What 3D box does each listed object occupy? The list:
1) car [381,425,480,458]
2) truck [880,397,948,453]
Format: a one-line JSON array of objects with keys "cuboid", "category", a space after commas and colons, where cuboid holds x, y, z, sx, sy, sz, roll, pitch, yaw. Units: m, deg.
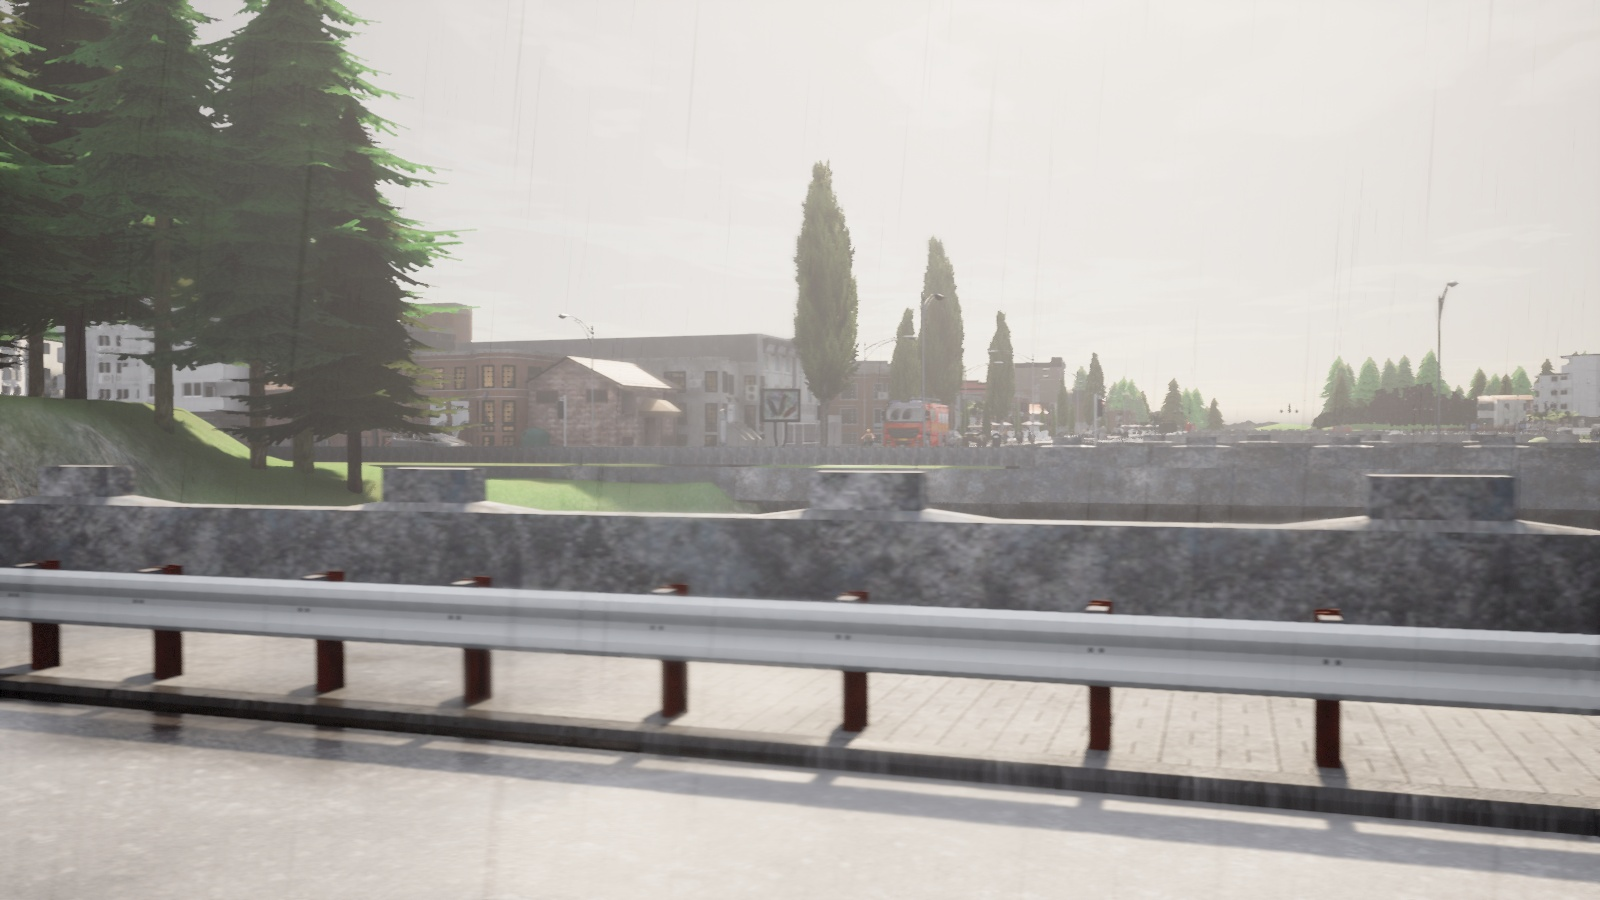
[{"cuboid": [-19.634, -0.476, 66.828, 4.611, 1.667, 2.242, 1, 1, 19], "category": "car"}, {"cuboid": [8.240, -1.737, 89.413, 2.891, 3.827, 8.468, 1, 1, 19], "category": "truck"}]
